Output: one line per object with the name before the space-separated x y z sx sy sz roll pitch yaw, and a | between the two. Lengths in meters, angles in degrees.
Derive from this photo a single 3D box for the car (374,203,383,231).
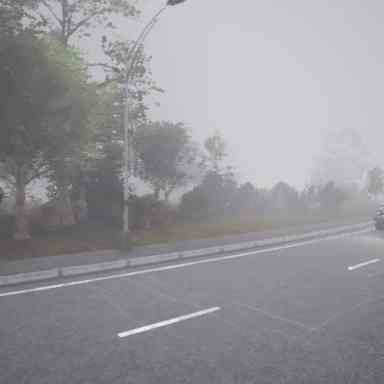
car | 12.649 1.215 19.589 5.566 2.045 2.150 0 0 -45
